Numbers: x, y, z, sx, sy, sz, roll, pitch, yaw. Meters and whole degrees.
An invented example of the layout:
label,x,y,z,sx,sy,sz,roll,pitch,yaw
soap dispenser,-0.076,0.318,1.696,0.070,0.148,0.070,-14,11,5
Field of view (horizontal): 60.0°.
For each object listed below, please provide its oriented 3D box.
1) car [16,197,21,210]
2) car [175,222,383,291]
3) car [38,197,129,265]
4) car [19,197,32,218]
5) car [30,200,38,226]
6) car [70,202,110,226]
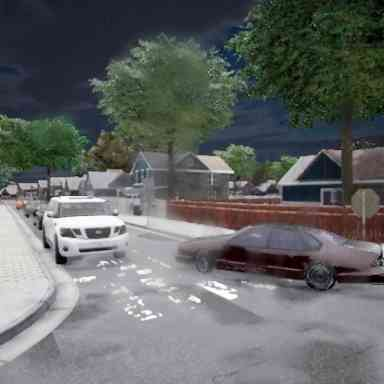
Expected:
label,x,y,z,sx,sy,sz,roll,pitch,yaw
car,-21.952,1.394,43.853,2.097,1.767,4.553,0,0,-30
car,2.185,1.536,8.902,5.357,1.411,2.033,0,0,31
car,-4.118,1.207,12.244,2.150,2.045,5.566,0,0,-30
car,-14.190,1.499,30.283,2.128,1.511,4.902,0,0,-30
car,-8.919,1.467,21.183,1.882,1.535,5.008,0,0,-30
car,-7.640,1.517,24.662,1.812,1.442,4.674,0,0,-30
